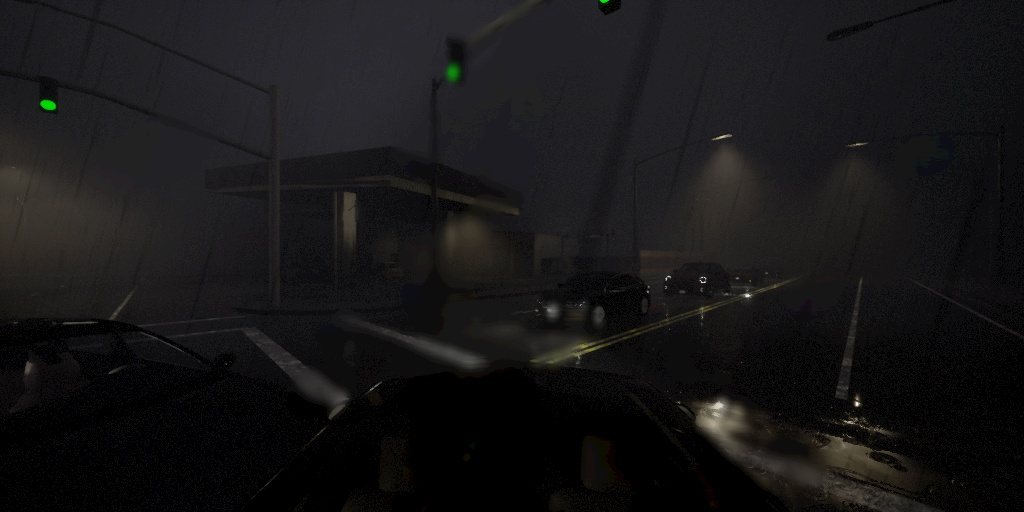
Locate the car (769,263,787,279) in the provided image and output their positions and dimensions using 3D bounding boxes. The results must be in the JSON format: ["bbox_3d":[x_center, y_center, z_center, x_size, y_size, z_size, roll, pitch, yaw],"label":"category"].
[{"bbox_3d":[23.484,1.309,32.494,1.994,1.385,4.181,0,0,45],"label":"car"}]

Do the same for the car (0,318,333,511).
[{"bbox_3d":[-3.443,1.242,2.419,4.902,1.511,2.128,0,0,14],"label":"car"}]

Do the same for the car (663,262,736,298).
[{"bbox_3d":[9.552,1.099,18.402,2.097,1.767,4.553,0,0,45],"label":"car"}]

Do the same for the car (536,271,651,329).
[{"bbox_3d":[2.776,1.254,11.495,1.837,1.490,4.892,0,0,44],"label":"car"}]

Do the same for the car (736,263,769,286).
[{"bbox_3d":[16.416,1.310,25.376,1.994,1.385,4.181,0,0,44],"label":"car"}]
